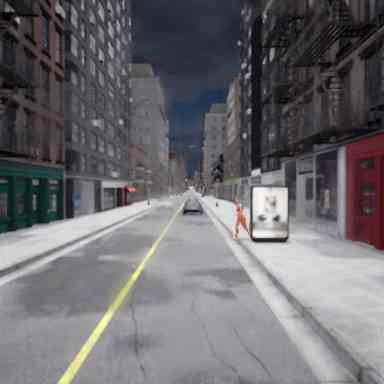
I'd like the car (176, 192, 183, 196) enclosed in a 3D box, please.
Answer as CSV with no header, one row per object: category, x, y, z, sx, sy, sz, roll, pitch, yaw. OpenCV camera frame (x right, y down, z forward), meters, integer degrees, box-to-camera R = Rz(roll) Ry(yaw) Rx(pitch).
car,-2.963,0.756,78.475,1.837,1.490,4.892,0,0,0

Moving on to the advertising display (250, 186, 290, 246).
advertising display,3.151,0.968,13.531,1.540,2.440,0.280,0,1,0

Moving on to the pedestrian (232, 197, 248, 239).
pedestrian,2.010,1.075,13.998,0.375,1.860,0.375,-1,1,-15

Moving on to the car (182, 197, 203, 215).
car,0.089,1.423,32.658,1.994,1.385,4.181,0,0,0

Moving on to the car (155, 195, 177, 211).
car,-3.071,1.361,37.785,1.812,1.442,4.674,0,0,0
